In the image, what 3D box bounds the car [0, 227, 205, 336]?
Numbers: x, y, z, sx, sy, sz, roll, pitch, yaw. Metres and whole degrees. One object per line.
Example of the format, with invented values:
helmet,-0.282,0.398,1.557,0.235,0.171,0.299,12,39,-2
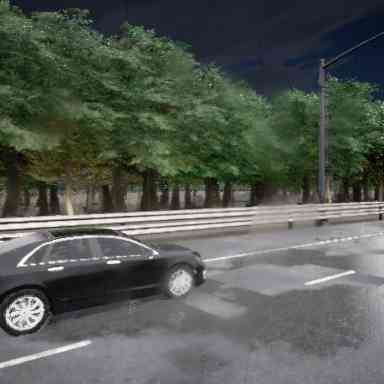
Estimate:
car,-1.958,1.480,6.672,4.892,1.490,1.837,0,0,-35
